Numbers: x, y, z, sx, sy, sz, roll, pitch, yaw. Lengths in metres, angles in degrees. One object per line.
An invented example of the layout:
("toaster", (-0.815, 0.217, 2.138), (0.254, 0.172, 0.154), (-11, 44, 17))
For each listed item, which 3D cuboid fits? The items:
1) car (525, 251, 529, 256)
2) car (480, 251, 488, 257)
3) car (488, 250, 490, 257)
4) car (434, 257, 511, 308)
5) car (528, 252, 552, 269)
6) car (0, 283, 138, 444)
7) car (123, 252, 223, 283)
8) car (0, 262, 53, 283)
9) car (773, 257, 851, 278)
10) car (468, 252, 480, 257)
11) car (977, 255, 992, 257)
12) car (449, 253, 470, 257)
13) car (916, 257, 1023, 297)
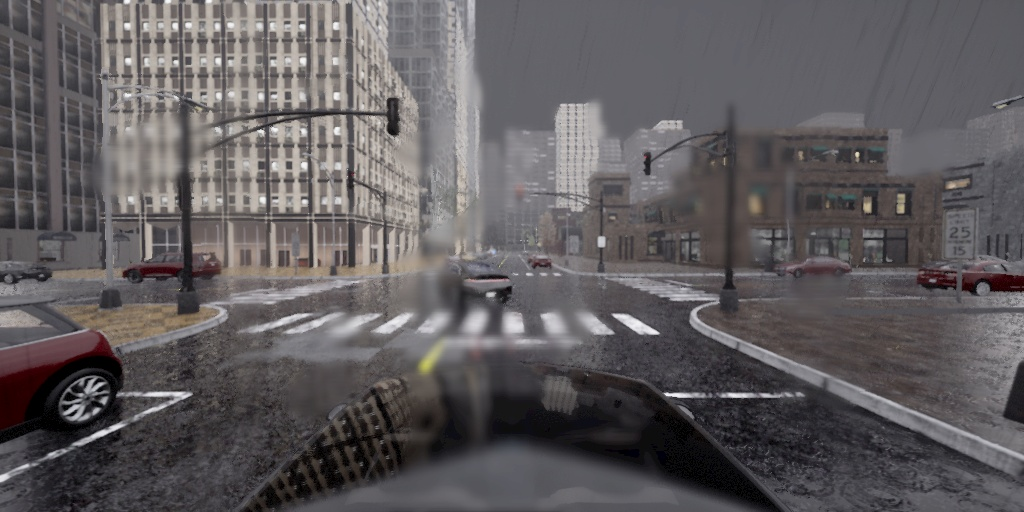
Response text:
("car", (2.908, 0.279, 46.048), (1.802, 1.307, 4.207), (0, 0, 0))
("car", (-5.417, -0.012, 57.167), (2.007, 1.370, 4.403), (0, 0, 0))
("car", (-5.391, -0.126, 62.706), (1.948, 1.339, 4.313), (0, 0, 0))
("car", (-1.628, 0.956, 13.582), (2.128, 1.511, 4.902), (0, 1, -24))
("car", (2.853, 0.502, 34.969), (1.888, 1.381, 4.507), (0, 0, 0))
("car", (-5.689, 1.170, 2.552), (1.967, 1.591, 4.097), (0, 0, 0))
("car", (-21.022, 0.706, 22.430), (5.009, 1.841, 2.192), (0, 0, -1))
("car", (-31.432, 1.014, 22.327), (4.403, 1.370, 2.007), (0, 0, -1))
("car", (19.050, 0.691, 22.829), (4.207, 1.307, 1.802), (0, 0, -1))
("car", (-5.474, 0.222, 45.919), (1.751, 1.417, 4.829), (0, 0, 0))
("car", (28.914, 0.590, 22.928), (4.403, 1.370, 2.007), (0, 0, -1))
("car", (-5.528, 0.539, 35.010), (1.802, 1.307, 4.207), (0, 0, 0))
("car", (19.135, 0.844, 14.451), (4.507, 1.381, 1.888), (0, 0, -1))
